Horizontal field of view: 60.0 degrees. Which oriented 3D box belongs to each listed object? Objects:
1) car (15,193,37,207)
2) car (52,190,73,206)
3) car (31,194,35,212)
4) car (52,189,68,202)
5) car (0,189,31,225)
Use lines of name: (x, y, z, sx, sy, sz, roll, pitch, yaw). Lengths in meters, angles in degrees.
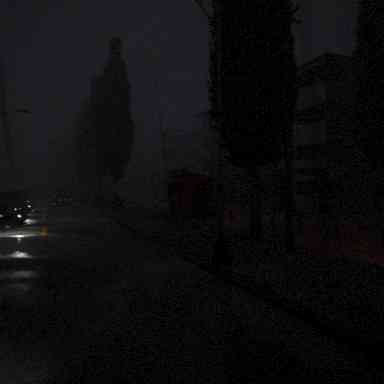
car: (-20.007, 0.942, 40.257, 2.033, 1.411, 5.357, -1, 1, -23)
car: (-15.386, 0.890, 40.009, 2.033, 1.411, 5.357, -1, 1, -24)
car: (-15.791, 0.770, 30.416, 2.150, 2.045, 5.566, -1, 1, -23)
car: (-20.748, 0.506, 52.165, 2.097, 1.767, 4.553, -1, 1, -23)
car: (-11.639, 0.919, 20.842, 2.150, 2.045, 5.566, -1, 1, -23)
